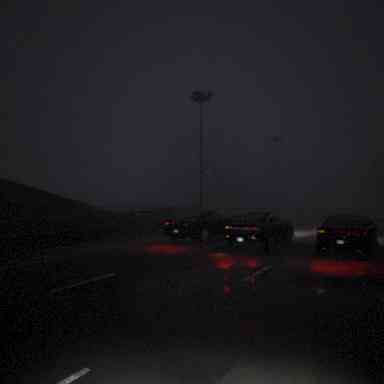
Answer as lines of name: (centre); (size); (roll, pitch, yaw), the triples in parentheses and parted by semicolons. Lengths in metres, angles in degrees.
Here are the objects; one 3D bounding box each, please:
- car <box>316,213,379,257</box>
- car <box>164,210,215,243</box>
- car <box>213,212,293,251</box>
car: (6.531, 1.617, 13.830); (1.882, 1.535, 5.008); (0, 0, 32)
car: (0.563, 1.665, 17.488); (1.882, 1.535, 5.008); (0, 0, 32)
car: (3.152, 1.651, 15.024); (2.128, 1.511, 4.902); (0, -1, 32)
